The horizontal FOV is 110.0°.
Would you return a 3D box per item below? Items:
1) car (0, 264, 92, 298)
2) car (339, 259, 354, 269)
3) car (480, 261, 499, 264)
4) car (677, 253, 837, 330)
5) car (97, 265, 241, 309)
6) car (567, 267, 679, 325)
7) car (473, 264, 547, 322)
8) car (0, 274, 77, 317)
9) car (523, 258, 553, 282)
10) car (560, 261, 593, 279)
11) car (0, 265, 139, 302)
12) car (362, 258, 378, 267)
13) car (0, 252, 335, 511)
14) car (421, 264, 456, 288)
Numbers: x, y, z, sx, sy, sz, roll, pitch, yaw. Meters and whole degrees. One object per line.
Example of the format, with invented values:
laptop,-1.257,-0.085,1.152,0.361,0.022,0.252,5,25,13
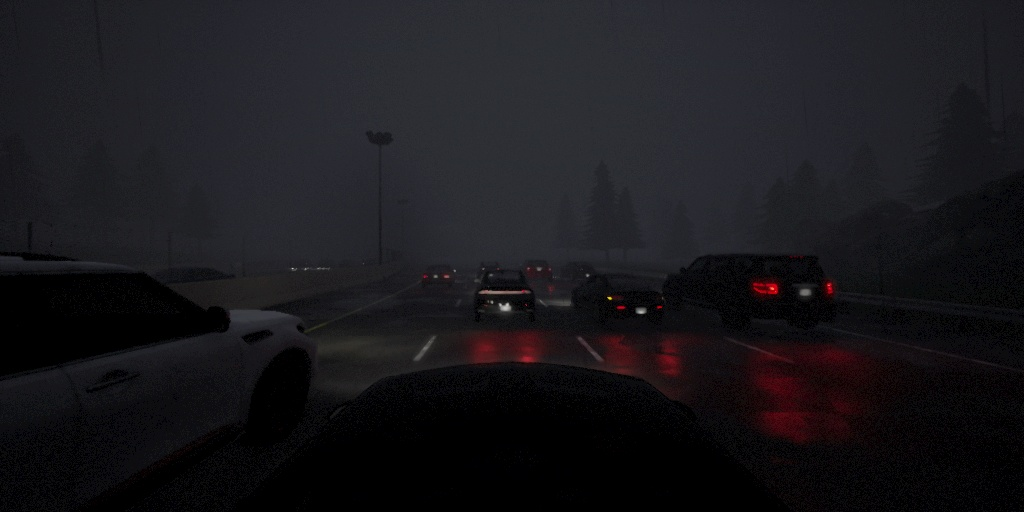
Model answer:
car,-25.497,1.242,18.502,2.128,1.511,4.902,0,0,-5
car,-25.501,1.180,55.530,2.033,1.411,5.357,0,0,-17
car,-1.823,1.161,28.338,2.128,1.511,4.902,0,0,-8
car,6.788,0.929,11.123,2.150,2.045,5.566,0,0,-3
car,-14.740,1.213,15.947,1.882,1.535,5.008,0,0,-5
car,3.242,1.238,11.607,1.812,1.442,4.674,0,0,-3
car,-0.299,1.209,12.240,2.128,1.511,4.902,0,0,-3
car,-17.656,1.357,11.440,1.895,1.301,4.718,0,0,-2
car,1.722,1.015,28.185,2.097,1.767,4.553,0,0,-7
car,5.201,1.159,28.663,1.837,1.490,4.892,0,0,-7
car,-21.927,1.251,17.878,1.837,1.490,4.892,0,0,-5
car,-22.027,1.127,55.807,1.837,1.490,4.892,0,0,-16
car,-3.493,0.980,2.109,2.150,2.045,5.566,0,0,0
car,-4.700,1.239,23.298,2.033,1.411,5.357,0,0,-6
